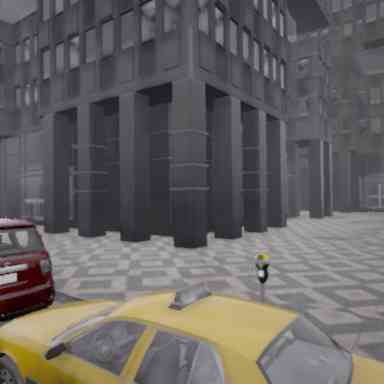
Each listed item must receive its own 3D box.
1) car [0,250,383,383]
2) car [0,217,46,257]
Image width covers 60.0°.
[{"bbox_3d":[-0.223,1.543,3.124,4.829,1.417,1.752,-1,-1,35],"label":"car"},{"bbox_3d":[-4.649,1.383,6.276,5.009,1.841,2.192,-1,-1,35],"label":"car"}]
